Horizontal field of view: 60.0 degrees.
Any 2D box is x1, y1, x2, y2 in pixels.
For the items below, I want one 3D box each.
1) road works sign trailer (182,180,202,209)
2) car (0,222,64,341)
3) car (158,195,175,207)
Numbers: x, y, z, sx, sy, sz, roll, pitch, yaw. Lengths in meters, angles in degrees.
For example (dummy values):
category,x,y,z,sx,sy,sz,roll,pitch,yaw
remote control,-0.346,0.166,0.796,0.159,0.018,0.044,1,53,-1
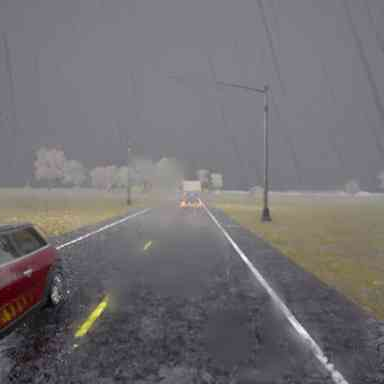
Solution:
category,x,y,z,sx,sy,sz,roll,pitch,yaw
road works sign trailer,-0.001,0.285,41.383,2.380,3.560,2.880,0,0,0
car,-3.600,1.331,4.751,2.097,1.767,4.553,0,0,0
car,-3.580,1.151,46.606,2.097,1.767,4.553,0,0,0
